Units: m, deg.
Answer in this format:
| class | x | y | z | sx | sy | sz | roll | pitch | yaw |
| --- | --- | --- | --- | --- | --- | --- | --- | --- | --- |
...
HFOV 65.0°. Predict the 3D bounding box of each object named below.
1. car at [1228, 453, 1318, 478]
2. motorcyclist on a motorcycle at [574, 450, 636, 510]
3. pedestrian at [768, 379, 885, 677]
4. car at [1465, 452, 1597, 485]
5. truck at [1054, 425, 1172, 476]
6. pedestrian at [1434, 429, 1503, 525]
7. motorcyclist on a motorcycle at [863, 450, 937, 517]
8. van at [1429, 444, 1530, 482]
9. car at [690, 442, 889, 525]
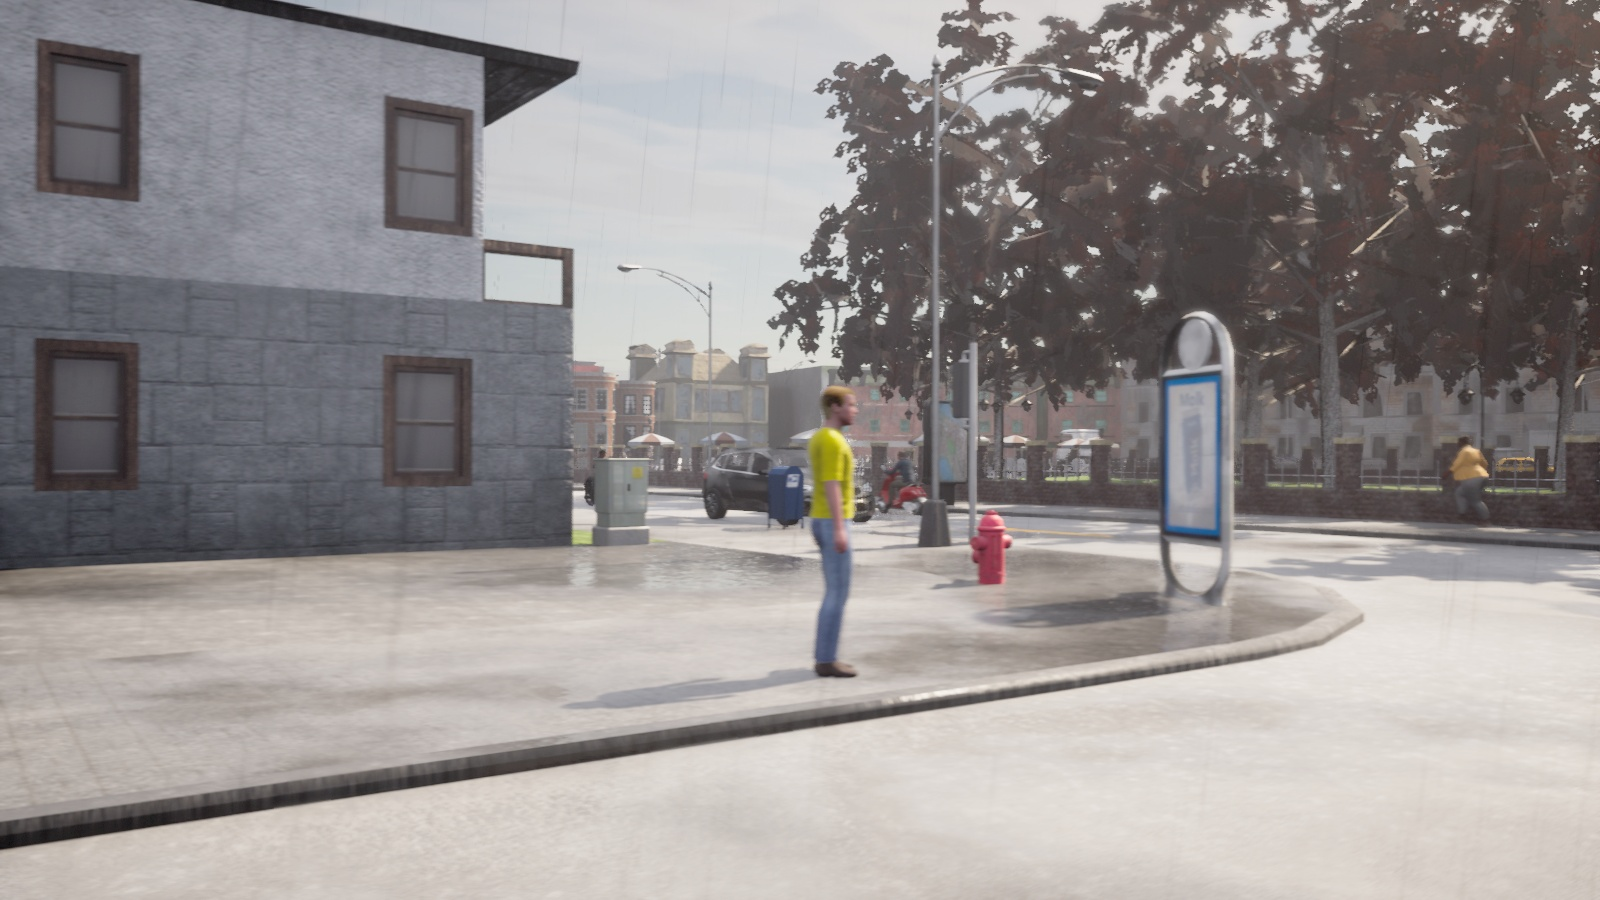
| class | x | y | z | sx | sy | sz | roll | pitch | yaw |
| --- | --- | --- | --- | --- | --- | --- | --- | --- | --- |
| car | 29.475 | 0.950 | 78.321 | 2.128 | 1.511 | 4.902 | 0 | 0 | -35 |
| motorcyclist on a motorcycle | -5.515 | 0.821 | 35.405 | 0.766 | 1.649 | 2.350 | 0 | 0 | -35 |
| pedestrian | 0.162 | 0.481 | 7.933 | 0.706 | 1.836 | 0.354 | 0 | 0 | -5 |
| car | 36.009 | 0.872 | 61.995 | 1.801 | 1.575 | 5.366 | 0 | 0 | -35 |
| truck | 21.999 | 0.052 | 88.639 | 2.891 | 3.462 | 7.936 | 0 | 0 | -39 |
| pedestrian | 13.232 | 0.531 | 24.866 | 0.874 | 1.855 | 0.900 | 0 | 0 | -35 |
| motorcyclist on a motorcycle | 2.451 | 0.803 | 30.970 | 0.866 | 1.590 | 1.817 | 0 | 0 | -35 |
| van | 36.722 | 0.706 | 67.956 | 1.775 | 1.987 | 4.442 | 0 | 0 | -35 |
| car | -0.337 | 0.685 | 27.981 | 2.242 | 1.667 | 4.611 | 0 | 0 | -34 |
